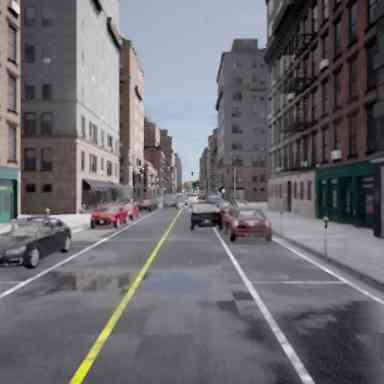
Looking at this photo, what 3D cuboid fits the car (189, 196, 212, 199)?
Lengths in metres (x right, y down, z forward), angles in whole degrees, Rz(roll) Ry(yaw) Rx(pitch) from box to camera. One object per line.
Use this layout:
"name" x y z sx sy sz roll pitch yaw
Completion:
"car" 0.823 1.461 31.117 1.801 1.575 5.366 0 0 0

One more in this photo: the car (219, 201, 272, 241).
"car" 2.636 1.443 16.557 1.967 1.590 4.097 0 0 0

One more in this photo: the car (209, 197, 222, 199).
"car" 2.635 1.444 27.579 1.967 1.590 4.097 0 0 0

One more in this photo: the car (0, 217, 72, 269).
"car" -5.389 1.552 11.045 2.008 1.369 4.403 0 0 0

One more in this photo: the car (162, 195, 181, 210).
"car" -2.795 1.511 43.880 1.837 1.490 4.892 0 0 1

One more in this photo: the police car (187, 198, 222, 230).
"police car" 0.824 1.429 21.037 1.930 1.638 5.238 0 0 0

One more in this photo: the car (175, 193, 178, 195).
"car" -5.412 1.564 86.888 1.947 1.339 4.313 0 0 0

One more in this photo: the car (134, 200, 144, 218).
"car" -5.390 1.586 27.578 1.802 1.307 4.206 0 0 0

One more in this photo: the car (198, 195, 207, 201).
"car" 2.693 1.549 86.890 2.008 1.369 4.403 0 0 0

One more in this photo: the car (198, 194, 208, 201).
"car" 2.698 1.315 81.483 2.192 1.841 5.009 0 0 0

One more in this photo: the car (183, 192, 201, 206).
"car" -0.008 1.222 55.017 2.150 2.045 5.566 0 0 0

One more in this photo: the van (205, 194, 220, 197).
"van" 2.634 1.346 38.601 1.690 1.788 3.998 0 0 0

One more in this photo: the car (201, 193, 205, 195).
"car" 2.634 1.320 44.112 2.192 1.841 5.009 0 0 0

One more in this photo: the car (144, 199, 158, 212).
"car" -5.391 1.549 38.601 1.887 1.381 4.507 0 0 0

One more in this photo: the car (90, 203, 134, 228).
"car" -5.389 1.548 22.067 1.887 1.381 4.507 0 0 0

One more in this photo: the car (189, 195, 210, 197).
"car" 0.822 1.460 37.117 1.801 1.575 5.366 0 0 0
